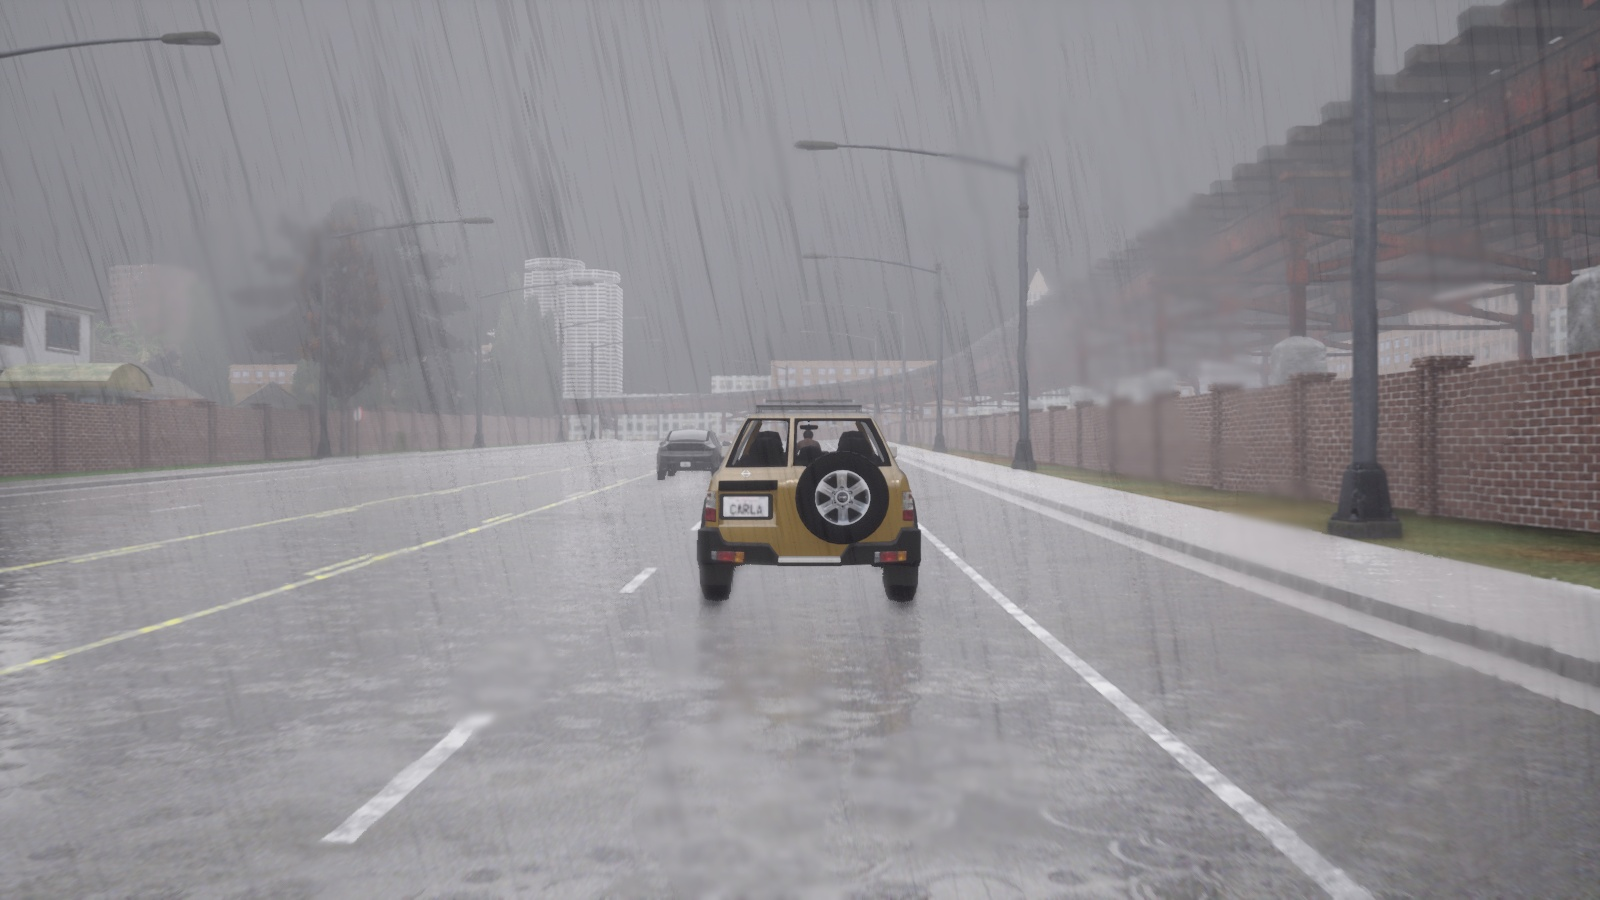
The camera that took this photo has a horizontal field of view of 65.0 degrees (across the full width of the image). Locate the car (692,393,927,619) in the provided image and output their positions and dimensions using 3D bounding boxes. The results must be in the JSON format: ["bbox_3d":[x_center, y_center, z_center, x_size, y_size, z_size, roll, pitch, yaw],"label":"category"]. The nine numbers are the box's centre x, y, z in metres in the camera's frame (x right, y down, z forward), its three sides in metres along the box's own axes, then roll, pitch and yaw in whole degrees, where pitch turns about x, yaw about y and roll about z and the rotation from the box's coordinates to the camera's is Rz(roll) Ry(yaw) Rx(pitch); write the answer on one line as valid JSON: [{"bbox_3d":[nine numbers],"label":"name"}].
[{"bbox_3d":[0.090,0.426,12.620,1.932,1.855,4.605,0,1,0],"label":"car"}]

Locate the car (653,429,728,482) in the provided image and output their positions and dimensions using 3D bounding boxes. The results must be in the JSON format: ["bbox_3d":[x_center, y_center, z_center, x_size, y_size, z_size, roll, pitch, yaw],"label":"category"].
[{"bbox_3d":[-3.258,0.113,38.334,1.837,1.490,4.892,0,1,0],"label":"car"}]
